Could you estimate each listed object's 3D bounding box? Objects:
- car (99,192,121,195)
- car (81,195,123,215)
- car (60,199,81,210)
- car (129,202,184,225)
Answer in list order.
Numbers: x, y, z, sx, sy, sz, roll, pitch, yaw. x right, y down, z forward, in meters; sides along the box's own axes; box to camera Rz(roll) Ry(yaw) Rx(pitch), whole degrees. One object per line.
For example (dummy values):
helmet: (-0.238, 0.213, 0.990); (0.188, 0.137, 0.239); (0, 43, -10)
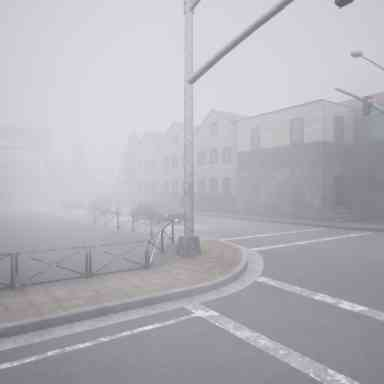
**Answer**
car: (-10.190, 1.046, 40.140); (2.150, 2.045, 5.566); (0, 0, -35)
car: (-8.253, 1.315, 31.027); (2.128, 1.511, 4.902); (0, 0, -35)
car: (-14.073, 1.425, 39.300); (1.895, 1.301, 4.718); (0, 0, -35)
car: (-2.507, 1.371, 22.909); (2.033, 1.411, 5.357); (0, 0, -35)
